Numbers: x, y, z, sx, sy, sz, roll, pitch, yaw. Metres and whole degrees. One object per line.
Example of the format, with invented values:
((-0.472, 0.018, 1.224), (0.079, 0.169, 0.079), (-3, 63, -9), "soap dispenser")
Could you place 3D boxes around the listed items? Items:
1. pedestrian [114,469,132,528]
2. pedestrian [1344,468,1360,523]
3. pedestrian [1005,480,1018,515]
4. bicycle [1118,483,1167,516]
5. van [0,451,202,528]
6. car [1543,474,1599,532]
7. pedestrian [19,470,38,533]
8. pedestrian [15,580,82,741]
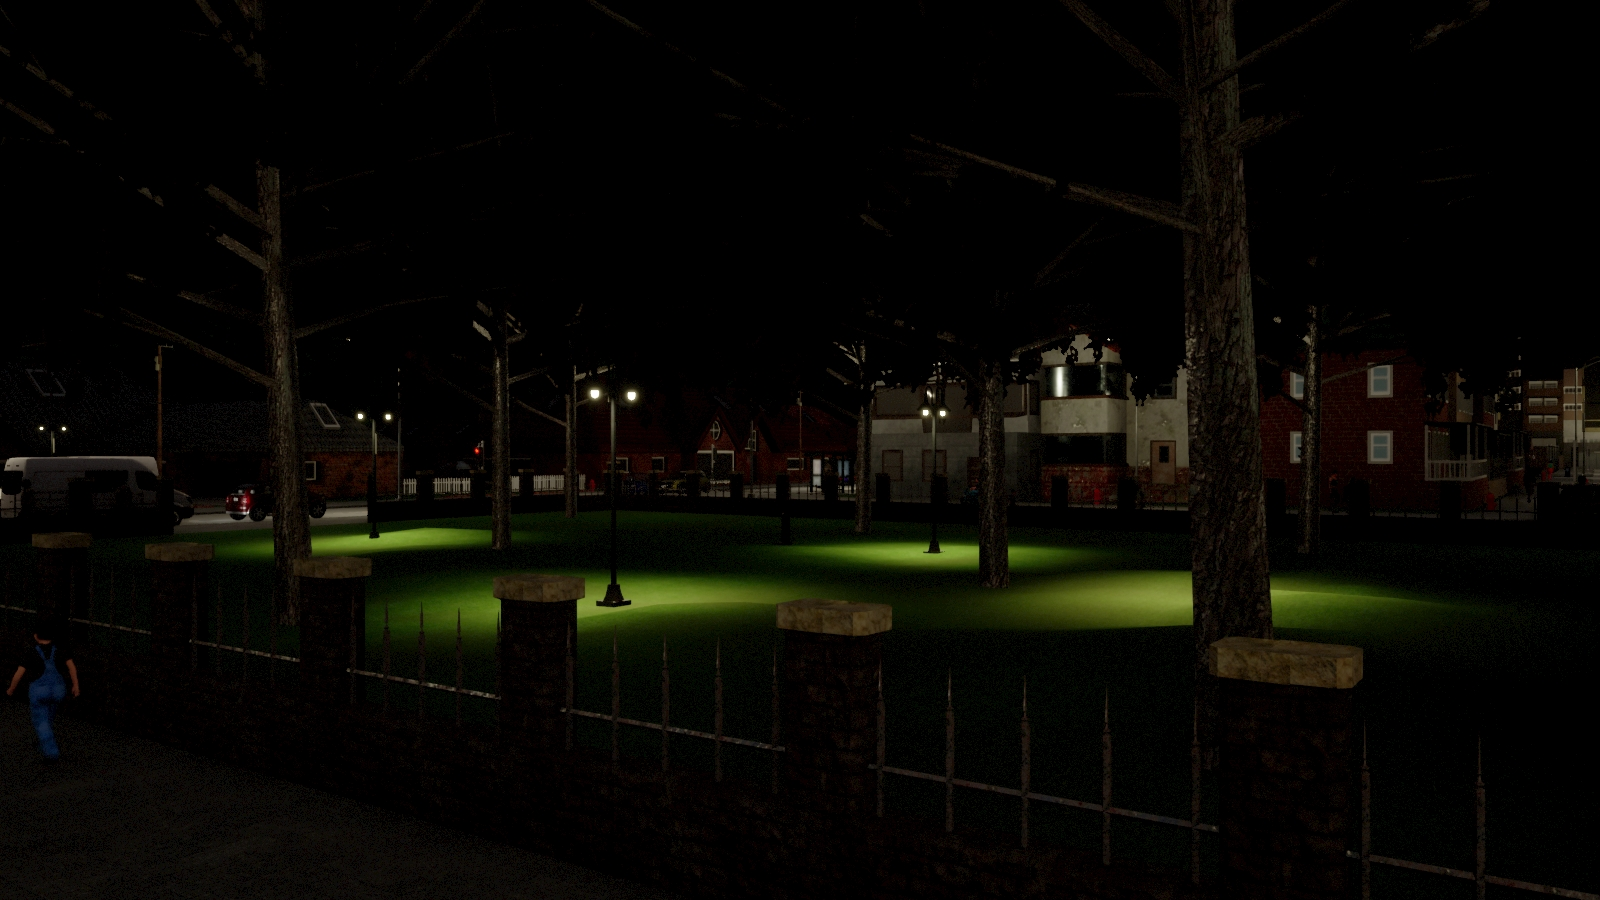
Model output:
((-21.431, 1.525, 36.178), (0.375, 1.860, 0.375), (0, 0, 36), "pedestrian")
((18.596, 1.525, 38.460), (0.375, 1.860, 0.375), (0, 0, -44), "pedestrian")
((8.053, 1.804, 43.430), (0.375, 1.300, 0.375), (0, 0, 32), "pedestrian")
((13.554, 1.940, 45.269), (1.835, 1.271, 0.329), (0, 0, 35), "bicycle")
((-24.847, 1.314, 40.778), (1.988, 2.561, 5.915), (0, 0, 36), "van")
((26.376, 1.685, 36.301), (4.553, 1.767, 2.097), (0, 0, 35), "car")
((-23.013, 1.525, 34.092), (0.375, 1.860, 0.375), (0, 0, 39), "pedestrian")
((-6.521, 1.805, 9.918), (0.375, 1.300, 0.375), (0, 0, 35), "pedestrian")
